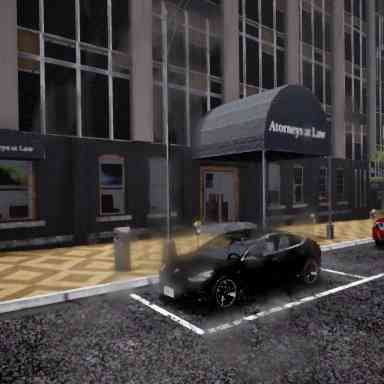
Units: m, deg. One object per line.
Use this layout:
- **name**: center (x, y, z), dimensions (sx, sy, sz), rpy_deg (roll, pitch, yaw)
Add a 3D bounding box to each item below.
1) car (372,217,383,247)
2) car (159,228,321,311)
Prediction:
- **car**: center (9.572, 1.310, 13.973), dimensions (5.009, 1.841, 2.192), rpy_deg (0, -1, -37)
- **car**: center (1.291, 1.564, 7.777), dimensions (4.313, 1.339, 1.947), rpy_deg (0, -1, -37)
